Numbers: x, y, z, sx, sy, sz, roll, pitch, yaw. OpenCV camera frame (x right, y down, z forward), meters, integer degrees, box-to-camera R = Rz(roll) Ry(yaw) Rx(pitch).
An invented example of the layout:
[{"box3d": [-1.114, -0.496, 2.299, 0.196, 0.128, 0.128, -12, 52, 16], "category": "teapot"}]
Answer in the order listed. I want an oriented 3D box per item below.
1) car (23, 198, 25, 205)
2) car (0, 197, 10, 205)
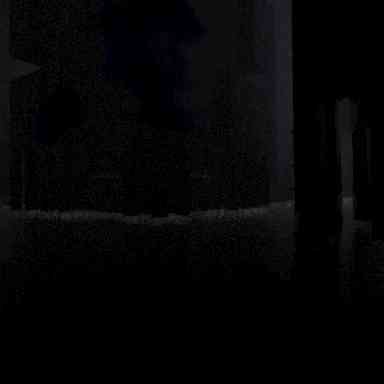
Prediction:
[{"box3d": [-29.109, 1.698, 59.920, 1.947, 1.339, 4.313, -1, 0, 35], "category": "car"}, {"box3d": [-36.123, 1.710, 64.766, 1.967, 1.590, 4.097, -1, 0, 35], "category": "car"}]
